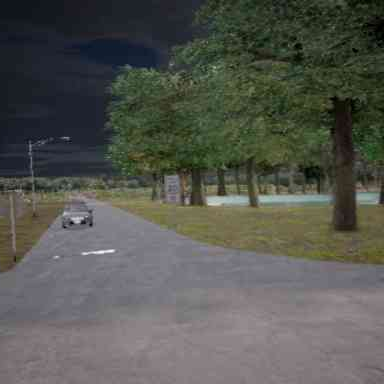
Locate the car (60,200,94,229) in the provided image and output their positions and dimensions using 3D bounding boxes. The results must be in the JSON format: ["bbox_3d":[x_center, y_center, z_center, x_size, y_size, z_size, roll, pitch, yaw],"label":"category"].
[{"bbox_3d":[-7.775,1.549,22.561,2.128,1.511,4.902,-4,1,-19],"label":"car"}]

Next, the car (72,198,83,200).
[{"bbox_3d":[-16.079,1.558,46.878,1.895,1.301,4.718,-4,1,-19],"label":"car"}]
